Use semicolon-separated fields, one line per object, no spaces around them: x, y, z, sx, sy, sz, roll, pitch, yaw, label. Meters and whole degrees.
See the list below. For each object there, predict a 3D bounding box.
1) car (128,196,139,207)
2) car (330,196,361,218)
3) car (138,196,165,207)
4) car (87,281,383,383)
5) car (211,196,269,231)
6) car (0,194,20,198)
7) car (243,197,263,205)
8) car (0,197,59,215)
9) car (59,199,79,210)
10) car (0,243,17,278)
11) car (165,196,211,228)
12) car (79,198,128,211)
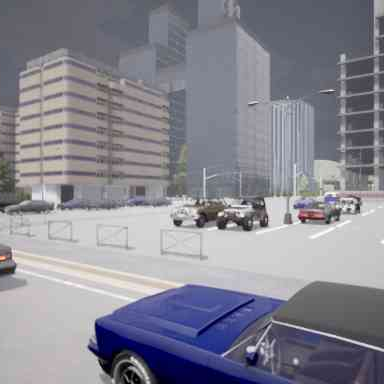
-8.846;1.349;50.909;2.097;1.767;4.553;0;0;35;car
15.066;1.395;32.211;1.970;1.475;3.806;0;0;34;car
-5.162;1.545;50.154;2.033;1.411;5.357;0;0;34;car
1.154;1.601;3.167;4.718;1.301;1.895;0;0;35;car
3.042;1.156;19.256;1.905;1.878;3.866;0;0;34;car
-20.231;1.219;34.003;2.150;2.045;5.566;0;0;34;car
11.381;1.599;61.926;1.895;1.301;4.718;0;0;35;car
-16.284;1.523;33.566;1.812;1.442;4.674;0;0;34;car
-14.522;1.544;42.513;2.033;1.411;5.357;0;0;34;car
-6.692;1.547;8.682;5.357;1.411;2.033;0;0;35;car
0.675;1.152;20.922;1.932;1.855;4.605;0;0;34;car
-10.954;1.545;41.538;2.033;1.411;5.357;0;0;34;car
